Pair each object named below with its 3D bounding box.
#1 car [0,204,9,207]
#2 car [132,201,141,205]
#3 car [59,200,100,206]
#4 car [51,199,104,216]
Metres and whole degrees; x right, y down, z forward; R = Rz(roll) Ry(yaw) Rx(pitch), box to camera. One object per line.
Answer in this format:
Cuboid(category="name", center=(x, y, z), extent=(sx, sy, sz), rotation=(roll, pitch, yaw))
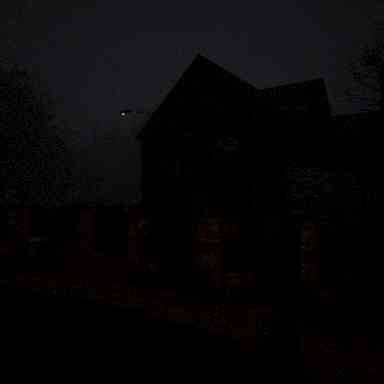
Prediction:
Cuboid(category="car", center=(-15.563, 1.648, 24.069), extent=(1.895, 1.301, 4.718), rotation=(0, 0, 35))
Cuboid(category="car", center=(-4.478, 1.615, 39.725), extent=(1.837, 1.490, 4.892), rotation=(0, 0, 35))
Cuboid(category="car", center=(-10.486, 1.641, 31.257), extent=(1.994, 1.385, 4.181), rotation=(0, 0, 35))
Cuboid(category="car", center=(-11.897, 1.580, 34.880), extent=(2.128, 1.511, 4.902), rotation=(0, 0, 35))
